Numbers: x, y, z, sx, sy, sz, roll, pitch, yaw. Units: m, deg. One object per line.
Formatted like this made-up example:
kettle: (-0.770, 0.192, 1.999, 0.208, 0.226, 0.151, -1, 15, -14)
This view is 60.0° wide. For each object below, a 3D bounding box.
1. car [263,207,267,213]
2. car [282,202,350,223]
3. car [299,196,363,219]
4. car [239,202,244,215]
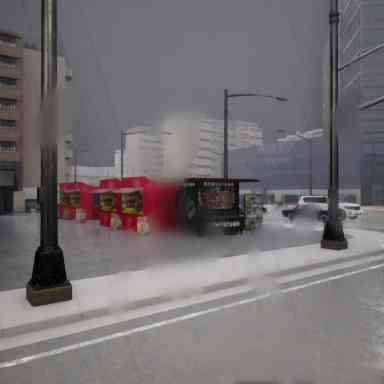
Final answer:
car: (5.984, 1.789, 37.717, 2.033, 1.411, 5.357, 0, -1, -36)
car: (9.676, 1.707, 26.696, 1.895, 1.301, 4.718, 0, -1, -37)
car: (12.005, 1.339, 29.426, 2.150, 2.045, 5.566, 0, -1, -36)
car: (3.994, 1.769, 34.494, 2.033, 1.411, 5.357, 0, -1, -37)
